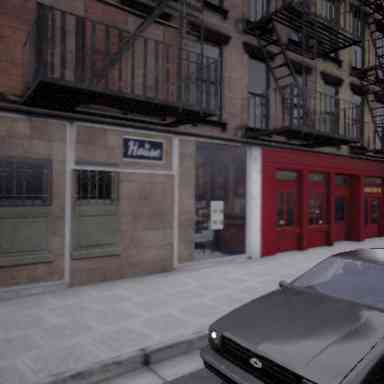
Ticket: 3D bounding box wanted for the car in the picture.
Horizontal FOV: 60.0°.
[{"bbox_3d":[2.719,1.578,4.707,5.357,1.411,2.033,0,0,-36],"label":"car"}]
